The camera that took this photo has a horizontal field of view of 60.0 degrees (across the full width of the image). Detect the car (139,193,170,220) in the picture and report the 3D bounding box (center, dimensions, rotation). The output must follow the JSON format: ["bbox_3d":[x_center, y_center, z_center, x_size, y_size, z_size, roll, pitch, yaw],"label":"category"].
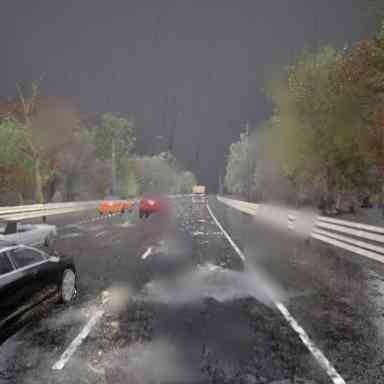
[{"bbox_3d":[-3.177,1.265,28.962,2.150,2.045,5.566,2,-6,2],"label":"car"}]

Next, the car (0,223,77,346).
[{"bbox_3d":[-3.402,1.518,5.272,2.128,1.511,4.902,0,0,0],"label":"car"}]

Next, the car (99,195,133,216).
[{"bbox_3d":[-6.688,1.086,29.698,2.097,1.767,4.553,-3,-1,1],"label":"car"}]

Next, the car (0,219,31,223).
[{"bbox_3d":[-6.842,1.661,12.417,1.895,1.301,4.718,0,0,1],"label":"car"}]

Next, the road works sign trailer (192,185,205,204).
[{"bbox_3d":[1.302,0.518,65.210,2.380,3.560,2.880,1,-2,2],"label":"road works sign trailer"}]
